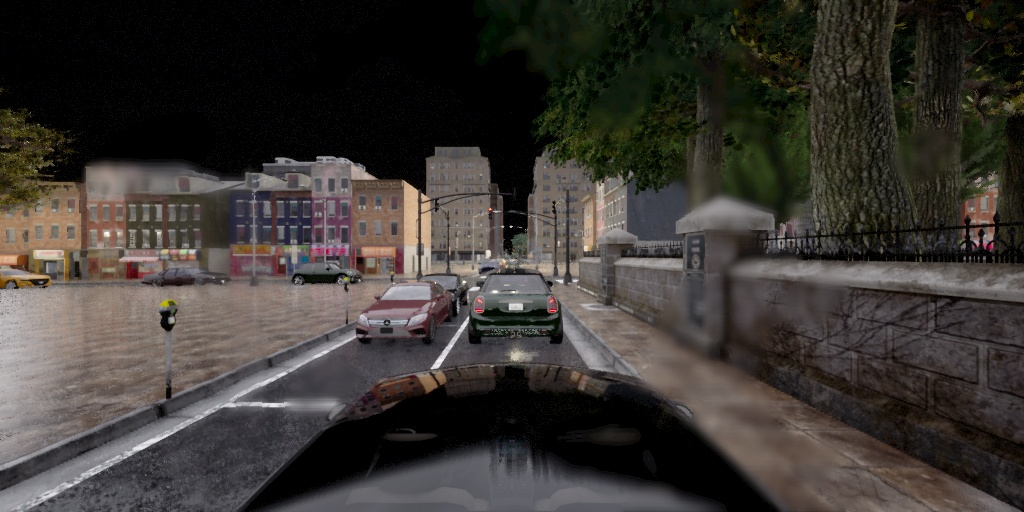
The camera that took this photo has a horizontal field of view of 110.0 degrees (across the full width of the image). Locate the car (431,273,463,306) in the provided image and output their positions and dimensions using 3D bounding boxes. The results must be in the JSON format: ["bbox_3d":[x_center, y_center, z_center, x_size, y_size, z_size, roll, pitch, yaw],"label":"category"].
[{"bbox_3d":[-2.638,1.315,13.299,1.948,1.339,4.313,0,0,0],"label":"car"}]

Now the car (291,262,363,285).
[{"bbox_3d":[-13.391,1.230,26.207,4.553,1.767,2.097,-1,0,0],"label":"car"}]

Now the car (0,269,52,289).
[{"bbox_3d":[-36.834,1.695,26.136,5.008,1.535,1.882,-1,0,0],"label":"car"}]

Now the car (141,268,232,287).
[{"bbox_3d":[-23.692,1.555,26.166,5.357,1.411,2.033,-1,0,0],"label":"car"}]

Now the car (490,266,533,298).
[{"bbox_3d":[-0.144,1.313,19.196,1.994,1.385,4.181,0,0,-5],"label":"car"}]

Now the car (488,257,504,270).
[{"bbox_3d":[-2.293,1.089,52.202,2.097,1.767,4.553,0,0,0],"label":"car"}]

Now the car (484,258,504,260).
[{"bbox_3d":[-2.391,1.093,38.808,2.097,1.767,4.553,0,0,3],"label":"car"}]

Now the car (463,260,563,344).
[{"bbox_3d":[0.073,1.101,9.752,2.097,1.767,4.553,0,0,0],"label":"car"}]

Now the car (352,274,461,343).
[{"bbox_3d":[-2.638,1.331,9.637,1.802,1.307,4.207,0,0,0],"label":"car"}]
